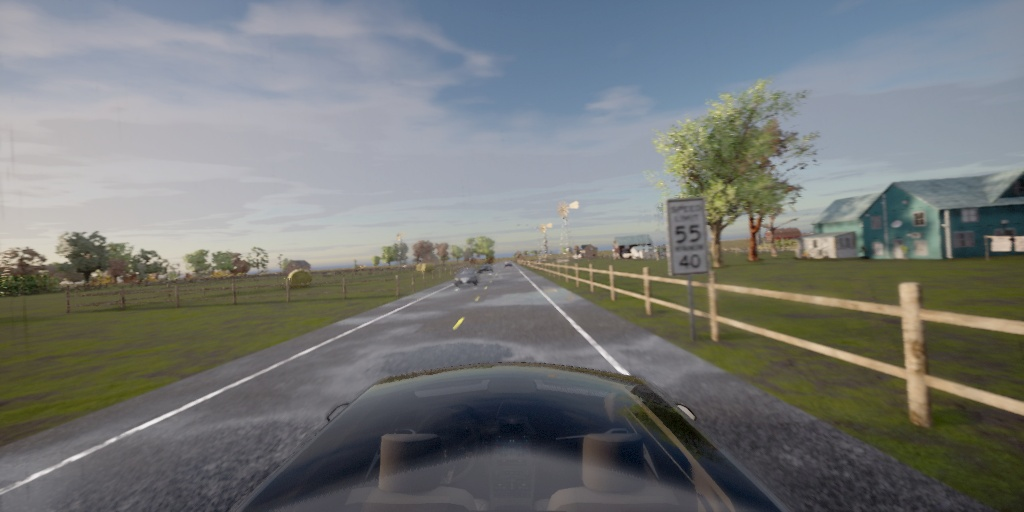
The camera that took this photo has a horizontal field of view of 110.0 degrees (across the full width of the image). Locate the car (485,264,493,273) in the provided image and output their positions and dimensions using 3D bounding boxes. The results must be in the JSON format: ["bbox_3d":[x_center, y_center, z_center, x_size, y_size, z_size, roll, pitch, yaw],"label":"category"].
[{"bbox_3d":[-4.000,1.926,56.696,1.994,1.385,4.181,-4,0,-1],"label":"car"}]

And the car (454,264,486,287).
[{"bbox_3d":[-3.720,1.740,30.415,2.128,1.511,4.902,-4,0,-1],"label":"car"}]
